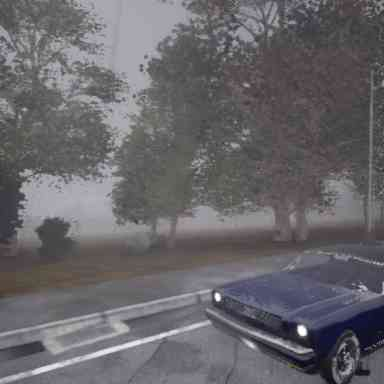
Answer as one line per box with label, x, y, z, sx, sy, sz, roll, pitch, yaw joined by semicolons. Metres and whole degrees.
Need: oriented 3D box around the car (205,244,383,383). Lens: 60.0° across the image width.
car;2.533;1.629;5.496;4.718;1.301;1.895;1;0;-36
